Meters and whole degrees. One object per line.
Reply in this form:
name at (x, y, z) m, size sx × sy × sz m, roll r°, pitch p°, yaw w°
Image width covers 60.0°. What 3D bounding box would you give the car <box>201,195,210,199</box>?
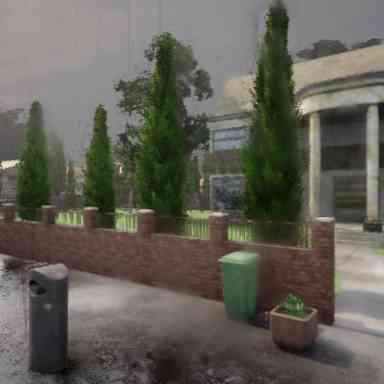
car at (2.078, 1.194, 52.949) m, size 1.816 × 1.474 × 4.193 m, roll 0°, pitch 0°, yaw 35°
